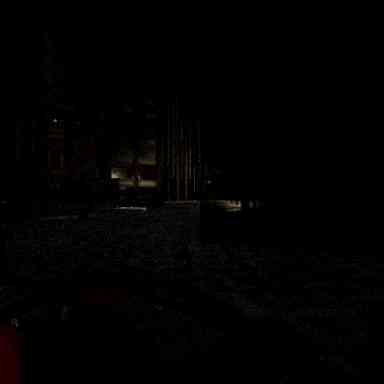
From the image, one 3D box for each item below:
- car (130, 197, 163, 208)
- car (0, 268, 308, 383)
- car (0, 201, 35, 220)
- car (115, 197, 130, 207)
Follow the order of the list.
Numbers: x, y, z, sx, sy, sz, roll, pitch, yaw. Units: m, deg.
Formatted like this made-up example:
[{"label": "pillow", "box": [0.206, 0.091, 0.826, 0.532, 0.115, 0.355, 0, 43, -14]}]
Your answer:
[{"label": "car", "box": [-6.064, 1.428, 47.103, 1.812, 1.442, 4.674, 0, 0, 36]}, {"label": "car", "box": [-1.109, 1.543, 3.646, 4.507, 1.381, 1.887, 0, 0, 36]}, {"label": "car", "box": [-14.075, 1.405, 24.538, 2.128, 1.511, 4.902, 0, 0, 35]}, {"label": "car", "box": [-8.891, 1.474, 48.729, 2.033, 1.411, 5.357, 0, 0, 36]}]
